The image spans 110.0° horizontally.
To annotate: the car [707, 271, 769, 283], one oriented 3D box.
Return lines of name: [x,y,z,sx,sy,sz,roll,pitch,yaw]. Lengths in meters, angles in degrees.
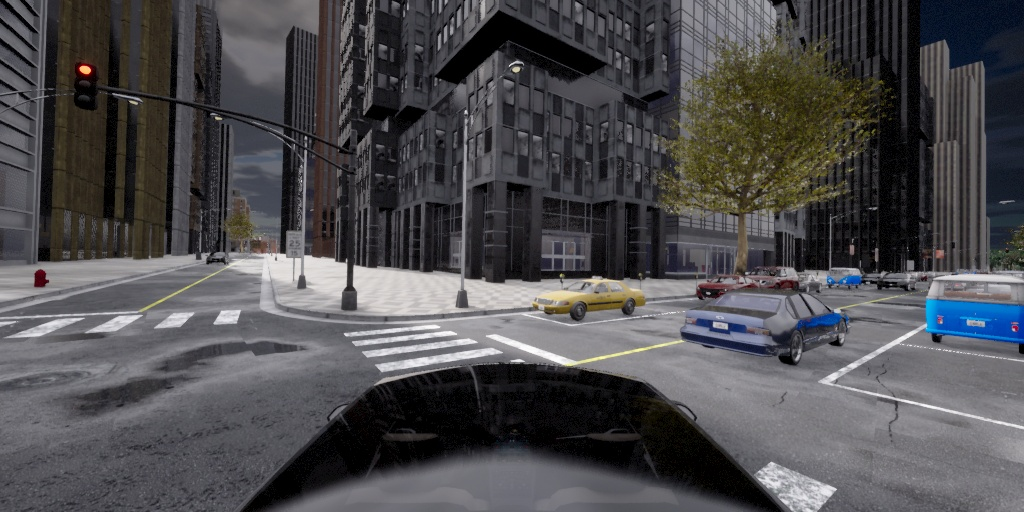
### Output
car: [11.776,1.692,19.424,4.507,1.381,1.888,0,0,-35]

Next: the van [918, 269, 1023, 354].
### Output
van: [12.390,1.385,9.467,3.998,1.789,1.690,0,0,-35]

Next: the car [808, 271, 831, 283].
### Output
car: [20.458,1.924,25.463,4.403,1.370,2.007,0,0,-35]

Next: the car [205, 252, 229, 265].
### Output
car: [-35.415,0.241,43.195,1.837,1.490,4.892,2,0,-35]

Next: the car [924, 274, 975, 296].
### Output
car: [33.516,2.182,27.443,5.357,1.411,2.033,2,-1,-34]

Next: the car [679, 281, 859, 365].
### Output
car: [6.167,1.469,8.503,5.357,1.411,2.033,1,-1,-35]

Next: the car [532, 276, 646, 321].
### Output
car: [2.949,1.448,13.292,4.829,1.417,1.751,0,0,-35]

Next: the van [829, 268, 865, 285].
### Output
van: [29.139,1.942,31.501,3.998,1.789,1.690,0,0,-35]

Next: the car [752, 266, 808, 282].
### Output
car: [16.117,1.574,22.443,5.009,1.841,2.192,0,0,-35]

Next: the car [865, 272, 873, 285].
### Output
car: [37.820,2.398,37.539,4.313,1.339,1.948,0,0,-35]

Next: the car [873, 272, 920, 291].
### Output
car: [33.346,2.179,31.061,4.892,1.490,1.837,2,-1,-35]
